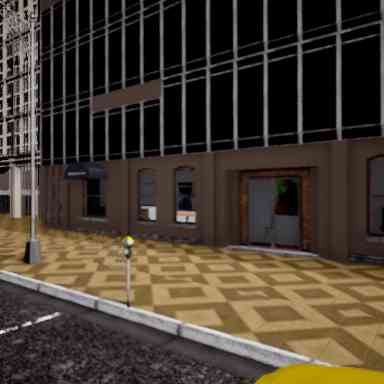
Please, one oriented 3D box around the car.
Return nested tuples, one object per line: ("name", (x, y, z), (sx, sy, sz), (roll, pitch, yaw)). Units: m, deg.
("car", (2.245, 1.527, 1.276), (4.829, 1.417, 1.752), (0, 0, 36))
